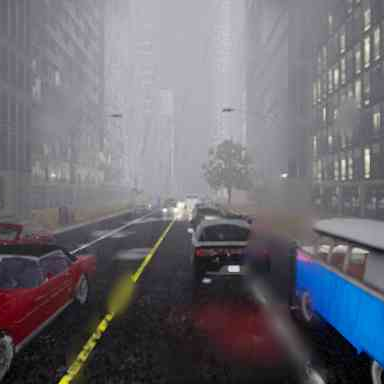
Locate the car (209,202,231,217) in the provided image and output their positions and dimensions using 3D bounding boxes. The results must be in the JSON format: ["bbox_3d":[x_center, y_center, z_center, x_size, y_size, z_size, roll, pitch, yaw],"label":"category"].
[{"bbox_3d":[2.692,1.658,33.043,1.802,1.307,4.206,0,0,0],"label":"car"}]

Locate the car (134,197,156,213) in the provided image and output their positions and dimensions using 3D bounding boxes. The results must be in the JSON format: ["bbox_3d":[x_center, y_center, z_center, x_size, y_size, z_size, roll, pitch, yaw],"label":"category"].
[{"bbox_3d":[-5.689,1.639,38.740,2.008,1.369,4.403,0,0,0],"label":"car"}]

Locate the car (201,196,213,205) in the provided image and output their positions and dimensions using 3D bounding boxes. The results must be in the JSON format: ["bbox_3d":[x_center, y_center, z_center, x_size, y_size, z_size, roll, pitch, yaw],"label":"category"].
[{"bbox_3d":[2.694,1.554,61.506,1.967,1.590,4.097,0,0,0],"label":"car"}]

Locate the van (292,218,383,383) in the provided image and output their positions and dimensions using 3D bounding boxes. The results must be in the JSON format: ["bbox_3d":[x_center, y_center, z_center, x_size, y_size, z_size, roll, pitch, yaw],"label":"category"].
[{"bbox_3d":[2.690,1.352,4.582,1.690,1.788,3.998,0,0,0],"label":"van"}]

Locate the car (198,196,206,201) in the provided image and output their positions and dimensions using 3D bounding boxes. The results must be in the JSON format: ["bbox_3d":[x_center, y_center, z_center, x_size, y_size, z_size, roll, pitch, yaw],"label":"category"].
[{"bbox_3d":[2.695,1.673,89.968,1.887,1.381,4.507,0,0,0],"label":"car"}]

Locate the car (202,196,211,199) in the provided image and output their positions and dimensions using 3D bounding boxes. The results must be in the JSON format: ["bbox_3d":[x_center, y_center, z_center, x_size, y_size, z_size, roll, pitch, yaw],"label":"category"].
[{"bbox_3d":[2.693,1.648,44.428,2.008,1.369,4.403,0,0,0],"label":"car"}]

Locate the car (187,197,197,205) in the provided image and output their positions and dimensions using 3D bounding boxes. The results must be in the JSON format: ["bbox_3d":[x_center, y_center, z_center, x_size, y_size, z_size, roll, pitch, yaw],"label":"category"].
[{"bbox_3d":[0.002,1.640,61.178,1.812,1.442,4.674,0,0,0],"label":"car"}]

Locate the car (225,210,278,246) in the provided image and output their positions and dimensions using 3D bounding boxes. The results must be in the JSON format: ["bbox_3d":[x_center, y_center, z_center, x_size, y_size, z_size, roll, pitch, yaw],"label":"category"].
[{"bbox_3d":[2.691,1.619,15.965,1.802,1.307,4.206,0,0,0],"label":"car"}]

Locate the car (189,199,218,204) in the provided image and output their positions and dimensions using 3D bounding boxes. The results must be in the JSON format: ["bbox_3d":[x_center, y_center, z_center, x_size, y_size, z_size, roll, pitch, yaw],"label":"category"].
[{"bbox_3d":[0.900,1.565,25.601,1.837,1.490,4.892,0,0,0],"label":"car"}]

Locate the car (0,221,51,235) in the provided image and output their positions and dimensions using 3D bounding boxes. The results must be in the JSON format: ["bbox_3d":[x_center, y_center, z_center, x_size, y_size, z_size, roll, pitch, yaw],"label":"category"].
[{"bbox_3d":[-5.691,1.606,10.276,1.802,1.307,4.206,0,0,0],"label":"car"}]

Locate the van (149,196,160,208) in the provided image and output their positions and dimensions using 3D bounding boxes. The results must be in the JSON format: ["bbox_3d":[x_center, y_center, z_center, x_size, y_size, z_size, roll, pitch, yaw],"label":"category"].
[{"bbox_3d":[-5.688,1.446,50.125,1.690,1.788,3.998,0,0,0],"label":"van"}]

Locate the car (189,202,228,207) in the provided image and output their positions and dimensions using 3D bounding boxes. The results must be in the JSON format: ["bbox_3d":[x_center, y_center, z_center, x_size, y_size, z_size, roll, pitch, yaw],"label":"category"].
[{"bbox_3d":[0.900,1.551,19.601,1.837,1.490,4.892,0,0,0],"label":"car"}]

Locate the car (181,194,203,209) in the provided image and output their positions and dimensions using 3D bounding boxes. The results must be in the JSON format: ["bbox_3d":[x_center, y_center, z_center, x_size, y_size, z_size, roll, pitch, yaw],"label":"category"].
[{"bbox_3d":[0.004,1.322,46.429,2.150,2.045,5.566,0,0,0],"label":"car"}]

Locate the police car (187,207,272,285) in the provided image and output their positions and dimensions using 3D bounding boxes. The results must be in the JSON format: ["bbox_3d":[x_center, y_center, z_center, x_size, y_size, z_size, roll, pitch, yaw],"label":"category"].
[{"bbox_3d":[0.900,1.448,9.711,1.930,1.638,5.238,0,0,0],"label":"police car"}]

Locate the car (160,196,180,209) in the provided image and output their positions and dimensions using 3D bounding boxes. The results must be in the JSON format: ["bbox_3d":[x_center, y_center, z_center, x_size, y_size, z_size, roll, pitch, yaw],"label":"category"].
[{"bbox_3d":[-3.088,1.608,48.051,1.837,1.490,4.892,0,0,0],"label":"car"}]

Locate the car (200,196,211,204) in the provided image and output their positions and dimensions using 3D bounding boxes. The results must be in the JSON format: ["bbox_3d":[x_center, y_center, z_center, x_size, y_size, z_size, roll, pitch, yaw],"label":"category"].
[{"bbox_3d":[2.694,1.559,67.198,1.967,1.590,4.097,0,0,0],"label":"car"}]

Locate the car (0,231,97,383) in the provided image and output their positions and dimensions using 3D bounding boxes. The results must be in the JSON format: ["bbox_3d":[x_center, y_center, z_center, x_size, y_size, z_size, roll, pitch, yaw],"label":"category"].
[{"bbox_3d":[-3.099,1.613,5.339,1.895,1.301,4.718,0,0,0],"label":"car"}]
